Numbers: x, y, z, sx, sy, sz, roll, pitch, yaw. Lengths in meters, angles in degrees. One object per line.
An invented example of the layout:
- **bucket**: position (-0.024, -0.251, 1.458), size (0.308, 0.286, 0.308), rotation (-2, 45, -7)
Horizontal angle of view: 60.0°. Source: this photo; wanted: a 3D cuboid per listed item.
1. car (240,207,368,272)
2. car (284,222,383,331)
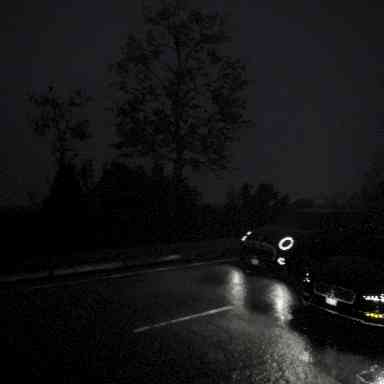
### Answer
- **car**: position (3.669, 1.324, 10.241), size (4.553, 1.767, 2.097), rotation (0, 0, -30)
- **car**: position (4.297, 1.488, 6.551), size (4.892, 1.490, 1.837), rotation (0, 0, -31)
